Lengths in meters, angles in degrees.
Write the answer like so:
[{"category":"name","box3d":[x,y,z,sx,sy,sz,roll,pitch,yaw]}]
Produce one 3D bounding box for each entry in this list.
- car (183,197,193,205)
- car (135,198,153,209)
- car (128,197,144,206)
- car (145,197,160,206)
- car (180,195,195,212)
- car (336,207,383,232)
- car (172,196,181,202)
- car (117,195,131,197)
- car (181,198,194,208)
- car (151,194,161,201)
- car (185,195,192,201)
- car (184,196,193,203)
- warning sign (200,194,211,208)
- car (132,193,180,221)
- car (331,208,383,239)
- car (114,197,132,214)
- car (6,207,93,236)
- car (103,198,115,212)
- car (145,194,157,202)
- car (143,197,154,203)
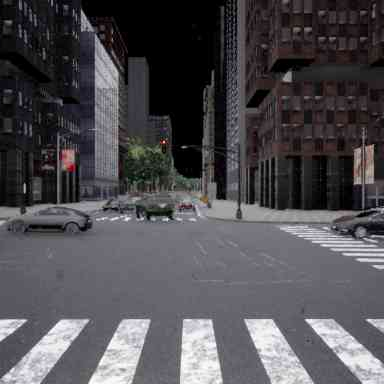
[{"category":"car","box3d":[-0.715,1.603,60.718,1.887,1.381,4.507,0,0,0]},{"category":"car","box3d":[-6.490,1.587,45.404,1.994,1.385,4.181,0,0,-1]},{"category":"car","box3d":[-9.206,1.570,55.079,1.752,1.417,4.829,0,0,0]},{"category":"car","box3d":[-6.530,1.551,55.597,1.837,1.490,4.892,0,0,0]},{"category":"car","box3d":[-0.586,1.448,39.019,1.967,1.590,4.097,0,0,0]},{"category":"car","box3d":[11.847,1.716,21.004,4.674,1.442,1.812,1,0,1]},{"category":"car","box3d":[-3.562,1.583,75.595,1.812,1.442,4.674,0,0,0]},{"category":"car","box3d":[-9.144,1.335,44.397,2.192,1.841,5.009,0,0,0]},{"category":"car","box3d":[-0.650,1.615,49.868,1.802,1.307,4.206,0,0,0]},{"category":"car","box3d":[-9.401,1.449,87.805,2.192,1.841,5.009,0,0,0]},{"category":"car","box3d":[-0.876,1.574,87.843,1.967,1.590,4.097,0,0,0]},{"category":"car","box3d":[-0.780,1.613,71.738,1.752,1.417,4.829,0,0,0]},{"category":"warning sign","box3d":[1.703,1.132,42.703,1.300,1.860,1.060,0,0,0]},{"category":"car","box3d":[-3.122,1.198,27.372,2.150,2.045,5.566,-2,0,-21]},{"category":"car","box3d":[9.981,1.672,17.693,4.892,1.490,1.837,1,0,0]},{"category":"car","box3d":[-6.434,1.548,35.450,2.033,1.411,5.357,0,0,-1]},{"category":"car","box3d":[-7.410,1.483,17.599,4.181,1.385,1.994,1,0,0]},{"category":"car","box3d":[-9.111,1.574,38.971,1.947,1.339,4.313,0,0,0]},{"category":"car","box3d":[-9.337,1.417,76.953,2.192,1.841,5.009,0,0,0]},{"category":"car","box3d":[-9.304,1.669,71.527,1.802,1.307,4.206,0,0,0]}]
